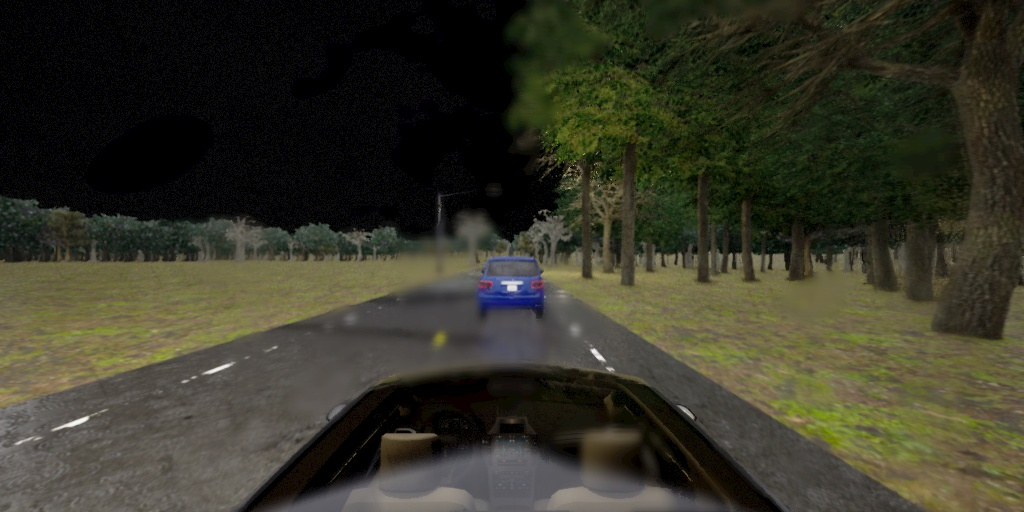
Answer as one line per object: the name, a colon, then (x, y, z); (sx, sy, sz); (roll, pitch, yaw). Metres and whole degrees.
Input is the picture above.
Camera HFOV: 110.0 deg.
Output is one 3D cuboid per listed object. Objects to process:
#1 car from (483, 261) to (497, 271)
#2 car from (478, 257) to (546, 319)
car: (-3.574, 1.609, 58.704); (1.882, 1.535, 5.008); (0, 0, 0)
car: (0.027, 1.040, 13.257); (2.150, 2.045, 5.566); (0, 0, 0)
